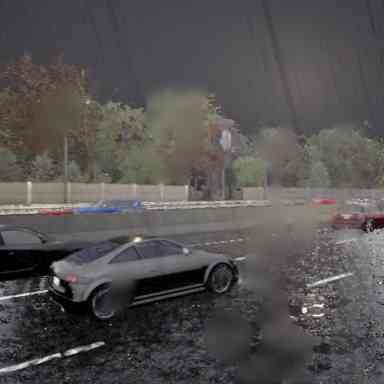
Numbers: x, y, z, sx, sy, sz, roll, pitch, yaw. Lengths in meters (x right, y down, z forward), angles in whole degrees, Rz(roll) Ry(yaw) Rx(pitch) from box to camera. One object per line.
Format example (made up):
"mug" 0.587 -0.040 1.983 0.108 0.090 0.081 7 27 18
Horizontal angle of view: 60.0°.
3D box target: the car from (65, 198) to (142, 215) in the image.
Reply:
"car" -6.329 1.495 25.466 5.566 2.045 2.150 0 -1 -36

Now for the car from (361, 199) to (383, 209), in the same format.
"car" 28.090 1.797 50.789 4.902 1.511 2.128 0 -1 -36

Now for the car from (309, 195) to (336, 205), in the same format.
"car" 21.671 1.599 54.754 5.566 2.045 2.150 0 -1 -36

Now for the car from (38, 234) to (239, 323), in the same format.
"car" -0.927 1.641 7.447 4.181 1.385 1.994 0 -1 -36

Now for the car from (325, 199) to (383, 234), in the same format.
"car" 10.543 1.472 20.267 4.553 1.767 2.097 0 -1 -36

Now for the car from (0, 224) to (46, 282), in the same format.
"car" -4.894 1.593 8.870 5.008 1.535 1.882 0 -1 -36

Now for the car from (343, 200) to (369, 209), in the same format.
"car" 26.712 1.947 54.102 4.718 1.301 1.895 0 -1 -36

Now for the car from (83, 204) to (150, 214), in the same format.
"car" -4.244 1.783 22.652 5.357 1.411 2.033 0 -1 -36

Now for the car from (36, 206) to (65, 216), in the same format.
"car" -11.554 1.952 30.302 4.718 1.301 1.895 0 -1 -36

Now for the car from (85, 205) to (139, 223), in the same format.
"car" -6.978 1.877 29.330 4.181 1.385 1.994 0 -1 -36
